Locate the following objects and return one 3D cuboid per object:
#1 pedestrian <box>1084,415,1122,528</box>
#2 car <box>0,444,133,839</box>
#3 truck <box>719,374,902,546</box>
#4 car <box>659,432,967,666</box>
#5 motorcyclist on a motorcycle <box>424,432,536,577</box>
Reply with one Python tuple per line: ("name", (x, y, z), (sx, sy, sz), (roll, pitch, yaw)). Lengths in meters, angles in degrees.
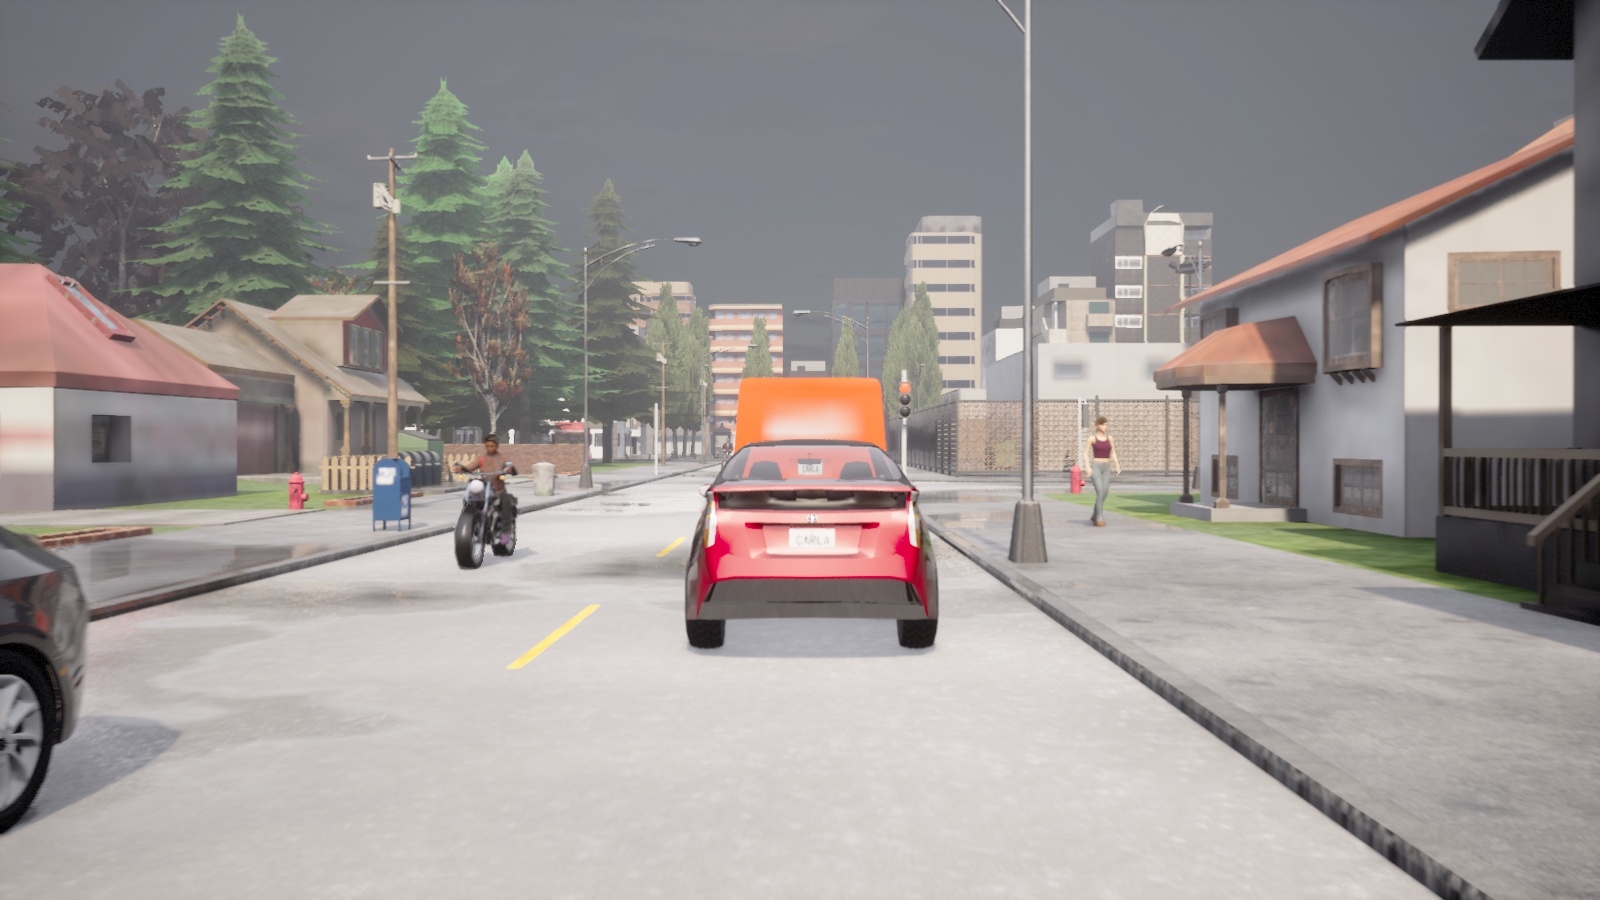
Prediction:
("pedestrian", (4.962, 0.344, 20.605), (0.345, 1.836, 0.594), (0, 0, -18))
("car", (-3.958, 0.730, 3.223), (1.837, 1.490, 4.892), (0, 0, 1))
("truck", (0.148, 0.141, 20.655), (2.627, 2.467, 5.204), (0, 0, 0))
("car", (0.083, 0.634, 10.443), (2.007, 1.525, 4.514), (0, 0, 0))
("motorcyclist on a motorcycle", (-3.891, 0.606, 15.472), (0.766, 1.649, 2.350), (0, 1, 1))
